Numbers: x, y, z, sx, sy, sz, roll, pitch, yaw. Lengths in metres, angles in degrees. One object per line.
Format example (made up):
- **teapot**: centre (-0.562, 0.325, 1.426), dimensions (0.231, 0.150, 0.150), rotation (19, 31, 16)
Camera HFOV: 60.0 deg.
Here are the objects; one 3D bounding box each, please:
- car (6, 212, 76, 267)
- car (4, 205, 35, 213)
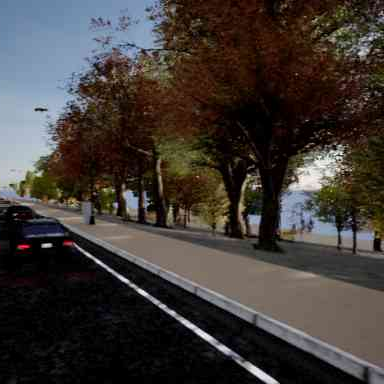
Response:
- **car**: centre (-5.549, 1.668, 12.079), dimensions (2.033, 1.411, 5.357), rotation (0, 0, -29)
- **car**: centre (-13.450, 1.782, 25.989), dimensions (1.837, 1.490, 4.892), rotation (0, 0, -29)
